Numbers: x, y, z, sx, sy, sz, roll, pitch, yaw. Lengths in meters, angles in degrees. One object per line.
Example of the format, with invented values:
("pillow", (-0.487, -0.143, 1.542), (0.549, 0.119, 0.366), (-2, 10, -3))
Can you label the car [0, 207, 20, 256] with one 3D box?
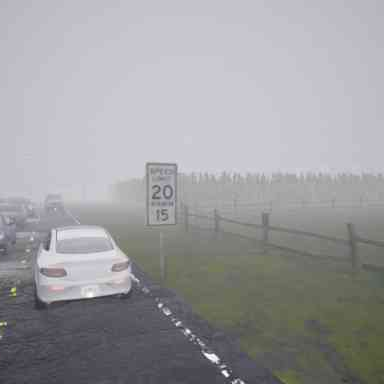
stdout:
("car", (-7.951, 1.529, 12.886), (1.812, 1.442, 4.674), (0, 0, -24))

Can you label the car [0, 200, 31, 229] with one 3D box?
("car", (-11.534, 1.509, 21.156), (1.837, 1.490, 4.892), (0, 0, -23))

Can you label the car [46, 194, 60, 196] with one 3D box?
("car", (-19.007, 1.227, 45.555), (2.150, 2.045, 5.566), (0, 0, -23))

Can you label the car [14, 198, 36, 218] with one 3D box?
("car", (-15.427, 1.357, 30.190), (2.097, 1.767, 4.553), (0, 0, -23))

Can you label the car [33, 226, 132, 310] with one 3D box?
("car", (-2.683, 1.528, 7.890), (1.812, 1.442, 4.674), (0, 0, -23))

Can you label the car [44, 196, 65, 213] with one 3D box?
("car", (-14.990, 1.510, 36.425), (1.837, 1.490, 4.892), (0, 0, -23))
